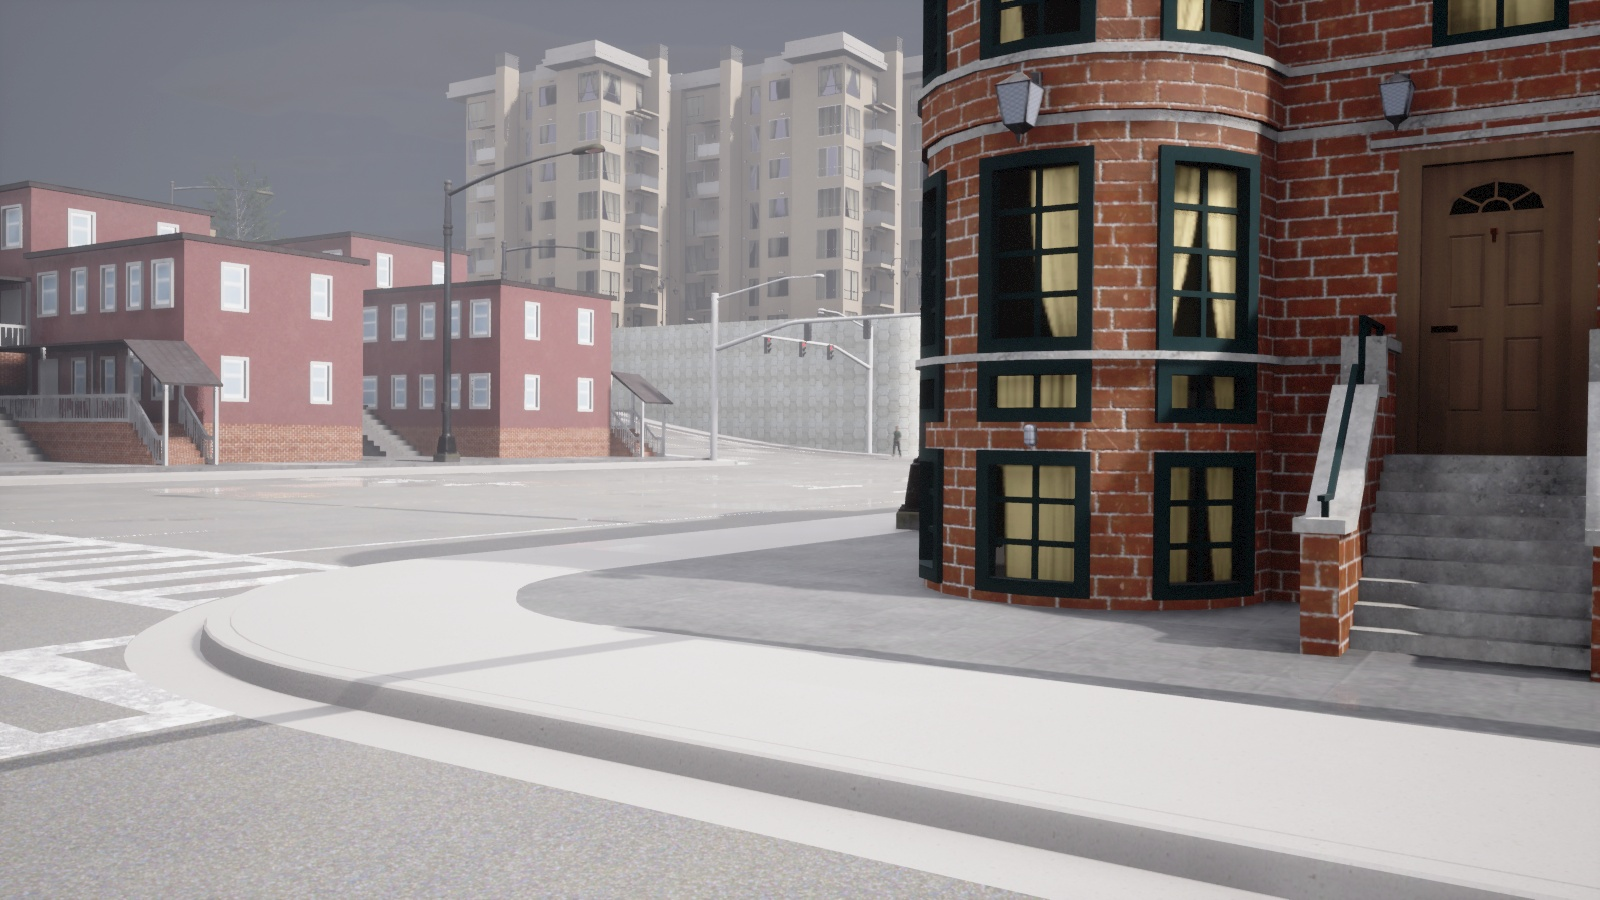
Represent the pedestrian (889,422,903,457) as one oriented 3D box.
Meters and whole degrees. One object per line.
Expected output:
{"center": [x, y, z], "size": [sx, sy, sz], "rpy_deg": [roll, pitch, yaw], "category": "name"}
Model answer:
{"center": [5.397, -0.588, 70.460], "size": [0.423, 1.949, 0.788], "rpy_deg": [0, 1, 34], "category": "pedestrian"}
